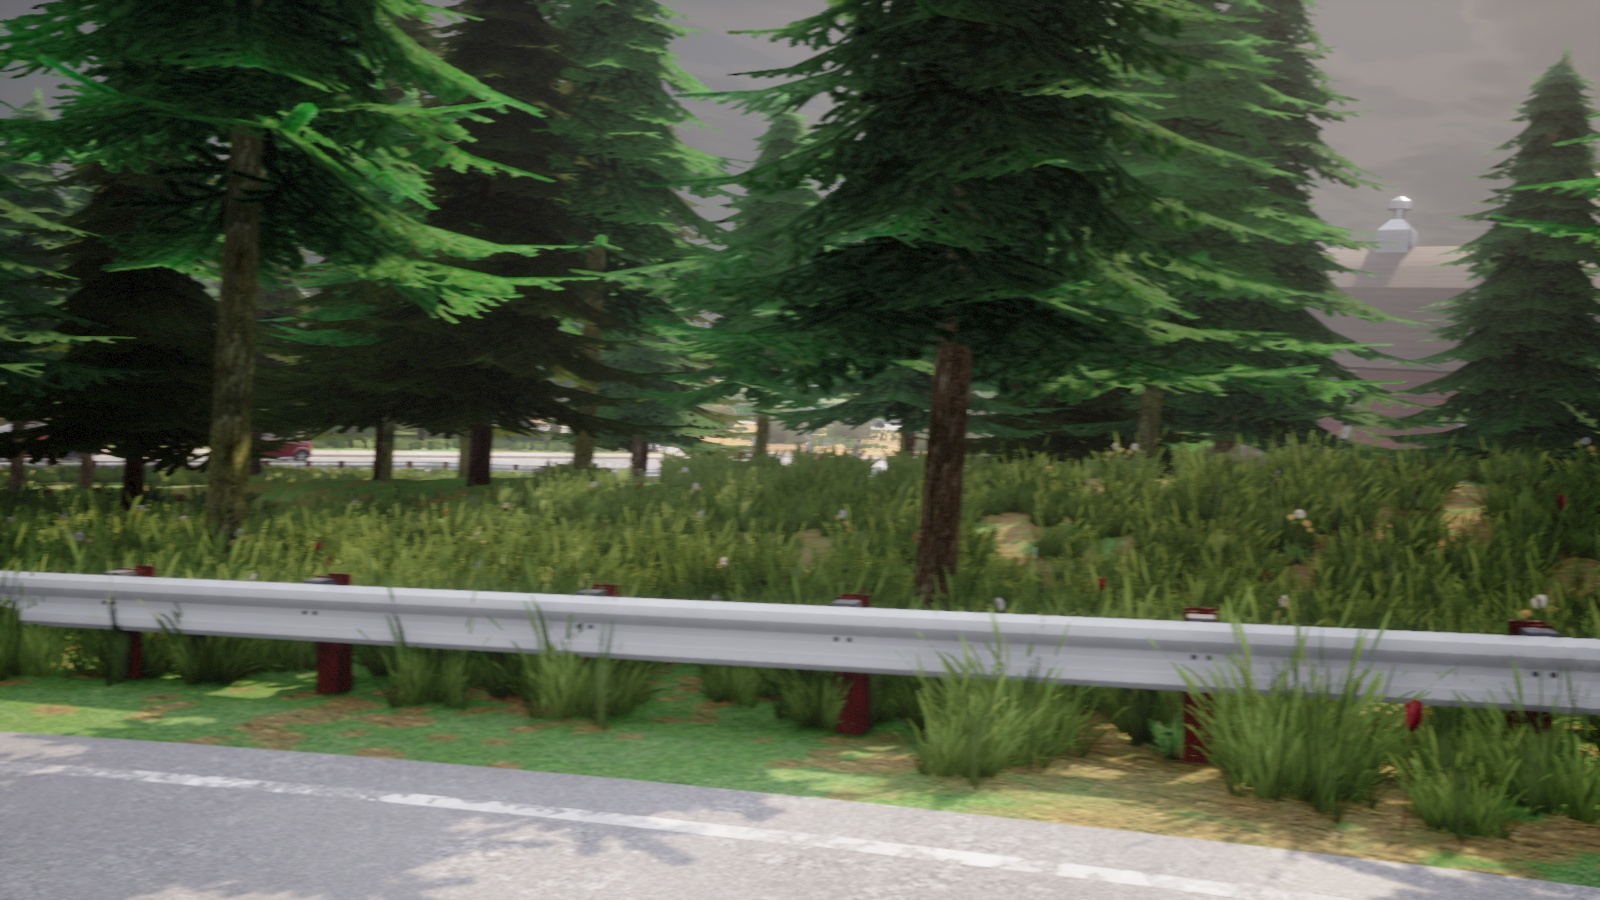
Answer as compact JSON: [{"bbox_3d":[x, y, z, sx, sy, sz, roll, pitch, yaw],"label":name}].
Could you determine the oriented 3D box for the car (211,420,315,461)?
[{"bbox_3d":[-23.534,-0.393,55.097,1.789,1.549,3.705,7,4,40],"label":"car"}]

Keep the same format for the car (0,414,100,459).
[{"bbox_3d":[-29.773,-0.539,47.949,2.163,1.488,4.792,7,4,41],"label":"car"}]
